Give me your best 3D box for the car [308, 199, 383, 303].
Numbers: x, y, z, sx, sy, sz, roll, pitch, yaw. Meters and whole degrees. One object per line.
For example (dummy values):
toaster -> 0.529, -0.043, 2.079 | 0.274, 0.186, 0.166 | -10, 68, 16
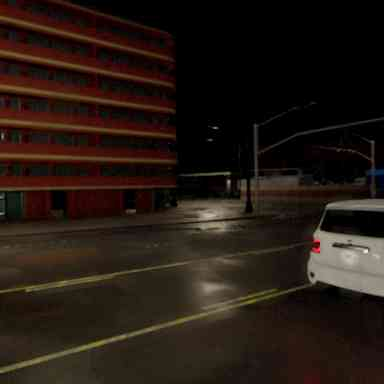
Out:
car -> 4.862, 1.167, 7.189 | 5.566, 2.045, 2.150 | 0, 0, -35

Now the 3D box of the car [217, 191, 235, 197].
car -> 8.884, 0.515, 83.261 | 3.806, 1.475, 1.970 | -2, 1, -35

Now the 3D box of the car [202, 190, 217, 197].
car -> 4.921, 0.373, 87.490 | 4.611, 1.667, 2.242 | -2, 1, -35
